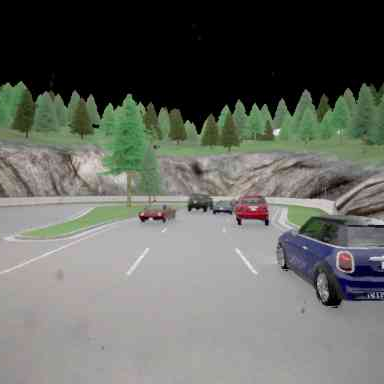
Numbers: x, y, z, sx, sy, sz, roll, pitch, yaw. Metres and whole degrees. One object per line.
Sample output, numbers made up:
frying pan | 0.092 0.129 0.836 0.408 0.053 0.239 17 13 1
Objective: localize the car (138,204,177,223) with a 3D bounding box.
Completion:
car | -2.504 1.600 25.571 1.895 1.301 4.718 0 0 9

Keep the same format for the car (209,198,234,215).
car | 3.427 1.564 34.364 1.994 1.385 4.181 0 0 15

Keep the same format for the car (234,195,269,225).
car | 4.404 1.223 24.444 2.150 2.045 5.566 0 0 8

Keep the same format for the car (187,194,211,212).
car | 1.089 1.223 39.047 2.150 2.045 5.566 0 0 16

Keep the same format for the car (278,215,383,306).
car | 3.605 1.352 8.163 2.097 1.767 4.553 0 0 0

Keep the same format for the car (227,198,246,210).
car | 6.010 1.547 44.115 2.033 1.411 5.357 0 0 12
